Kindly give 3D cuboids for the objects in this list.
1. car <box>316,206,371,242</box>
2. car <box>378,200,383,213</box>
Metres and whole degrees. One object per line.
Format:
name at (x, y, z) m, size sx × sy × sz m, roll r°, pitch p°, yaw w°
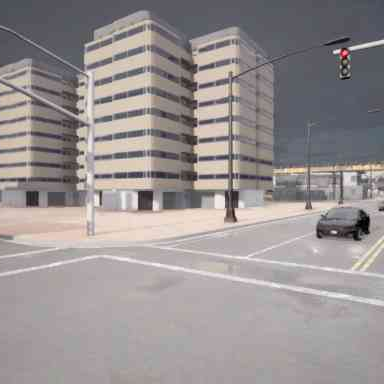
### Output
car at (7.727, 1.495, 16.774) m, size 1.882 × 1.535 × 5.008 m, roll 0°, pitch 0°, yaw 35°
car at (21.850, 1.538, 36.728) m, size 2.033 × 1.411 × 5.357 m, roll 0°, pitch 0°, yaw 35°
